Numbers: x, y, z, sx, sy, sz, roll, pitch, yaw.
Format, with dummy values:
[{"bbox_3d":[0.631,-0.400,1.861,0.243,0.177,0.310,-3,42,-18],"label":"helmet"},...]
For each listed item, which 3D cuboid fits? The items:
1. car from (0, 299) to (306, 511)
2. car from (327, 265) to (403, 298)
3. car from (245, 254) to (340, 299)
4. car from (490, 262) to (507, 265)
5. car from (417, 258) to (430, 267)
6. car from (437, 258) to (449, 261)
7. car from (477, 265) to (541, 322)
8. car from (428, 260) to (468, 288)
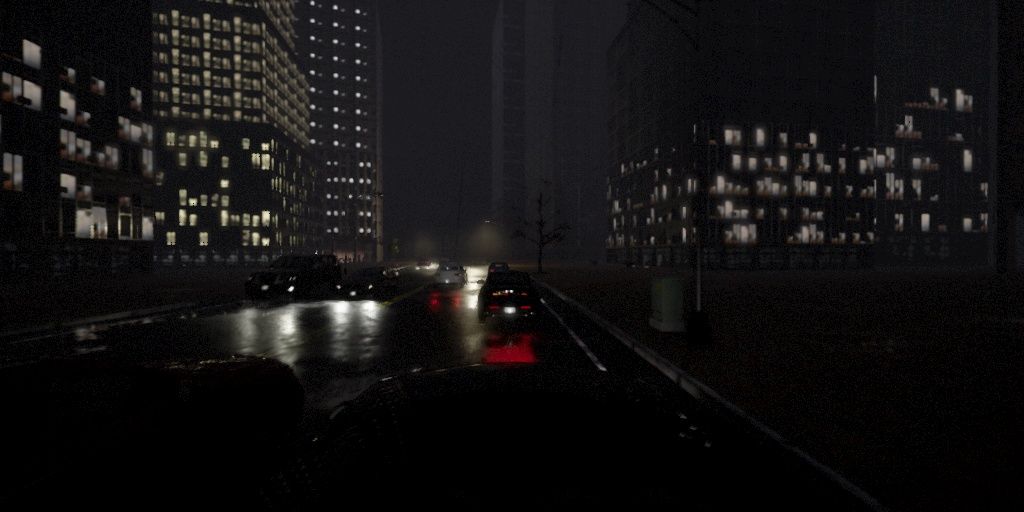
[{"bbox_3d":[-3.190,1.278,1.992,1.812,1.442,4.674,0,0,0],"label":"car"},{"bbox_3d":[-7.046,1.246,18.304,2.033,1.411,5.357,0,0,-3],"label":"car"},{"bbox_3d":[-10.267,0.925,17.487,2.150,2.045,5.566,0,0,-3],"label":"car"},{"bbox_3d":[-1.120,1.197,30.378,2.033,1.411,5.357,0,0,-5],"label":"car"},{"bbox_3d":[-14.594,1.047,59.501,1.882,1.535,5.008,0,0,-9],"label":"car"},{"bbox_3d":[-11.414,1.055,60.178,2.128,1.511,4.902,0,0,-9],"label":"car"},{"bbox_3d":[-0.116,1.216,12.044,1.837,1.490,4.892,0,0,-2],"label":"car"},{"bbox_3d":[-3.848,1.205,22.819,1.812,1.442,4.674,0,0,-3],"label":"car"}]
